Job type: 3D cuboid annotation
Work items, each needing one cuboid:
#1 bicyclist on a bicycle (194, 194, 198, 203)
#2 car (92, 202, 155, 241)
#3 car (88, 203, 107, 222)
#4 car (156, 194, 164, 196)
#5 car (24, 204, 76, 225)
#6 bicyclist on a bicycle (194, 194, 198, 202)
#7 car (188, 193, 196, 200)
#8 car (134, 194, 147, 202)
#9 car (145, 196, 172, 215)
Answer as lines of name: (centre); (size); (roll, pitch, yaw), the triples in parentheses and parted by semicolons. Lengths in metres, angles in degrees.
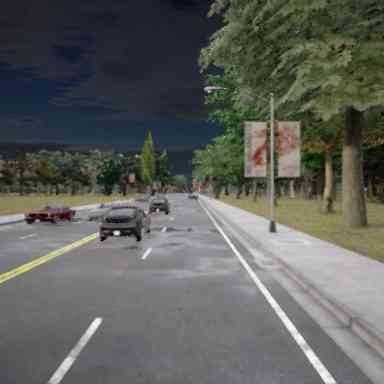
bicyclist on a bicycle: (0.911, 1.283, 60.717); (0.582, 1.620, 1.656); (0, 0, 0)
car: (-3.145, 1.452, 16.314); (1.837, 1.490, 4.892); (0, 0, 0)
car: (-6.592, 1.519, 26.017); (1.895, 1.301, 4.718); (0, 0, 0)
car: (-6.491, 1.157, 66.778); (2.097, 1.767, 4.553); (0, 0, 0)
car: (-9.843, 1.527, 23.424); (1.895, 1.301, 4.718); (0, 0, 0)
bicyclist on a bicycle: (0.914, 1.244, 70.814); (0.866, 1.612, 1.509); (0, 0, 0)
car: (0.023, 1.240, 85.605); (1.882, 1.535, 5.008); (0, 0, 0)
car: (-9.755, 1.175, 64.187); (2.097, 1.767, 4.553); (0, 0, 1)
car: (-3.140, 1.403, 33.021); (1.837, 1.490, 4.892); (0, 0, 0)
